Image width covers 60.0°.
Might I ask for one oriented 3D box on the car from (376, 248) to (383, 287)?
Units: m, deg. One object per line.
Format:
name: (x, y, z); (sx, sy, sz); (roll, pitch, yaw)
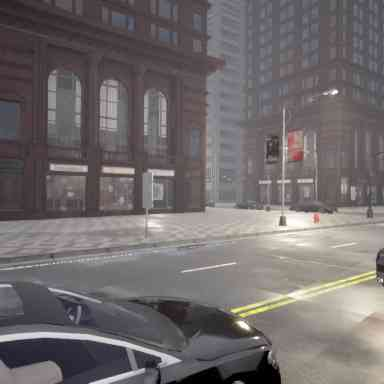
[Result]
car: (6.227, 1.515, 7.874); (4.892, 1.490, 1.837); (0, 0, -35)

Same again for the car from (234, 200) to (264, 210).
car: (7.720, 1.785, 45.289); (1.994, 1.385, 4.181); (1, -1, -35)

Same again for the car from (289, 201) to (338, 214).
car: (13.478, 1.723, 37.188); (2.033, 1.411, 5.357); (1, -1, -35)

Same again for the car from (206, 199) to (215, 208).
car: (1.690, 1.746, 53.780); (1.882, 1.535, 5.008); (1, -1, -35)

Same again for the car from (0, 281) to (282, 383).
car: (-1.387, 1.492, 2.450); (4.902, 1.511, 2.128); (0, 0, -36)
